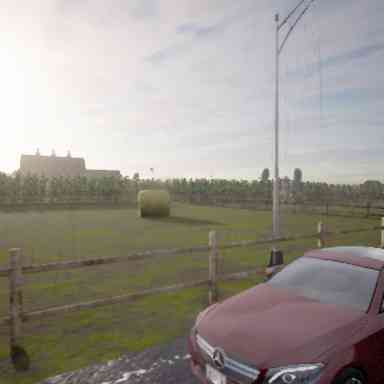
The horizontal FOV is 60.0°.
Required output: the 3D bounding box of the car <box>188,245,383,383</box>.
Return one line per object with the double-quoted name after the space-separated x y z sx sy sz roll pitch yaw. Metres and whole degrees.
2.143 1.539 4.551 4.674 1.442 1.812 0 0 -35 "car"
